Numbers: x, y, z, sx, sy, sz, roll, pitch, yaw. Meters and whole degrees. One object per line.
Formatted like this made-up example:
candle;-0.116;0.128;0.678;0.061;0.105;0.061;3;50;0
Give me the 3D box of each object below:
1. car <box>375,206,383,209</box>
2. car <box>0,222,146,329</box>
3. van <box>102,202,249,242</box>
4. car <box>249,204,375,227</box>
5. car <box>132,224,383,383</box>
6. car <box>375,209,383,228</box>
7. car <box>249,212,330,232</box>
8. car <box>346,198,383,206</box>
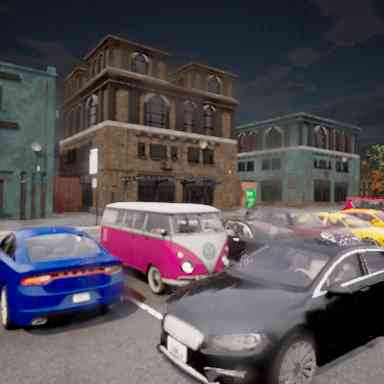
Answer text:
car;8.158;1.566;15.290;2.097;1.535;5.008;0;0;-36
car;-3.157;1.489;7.188;2.097;1.535;5.008;0;0;-36
van;-0.827;1.279;8.717;1.878;1.987;4.442;0;0;-36
car;3.717;1.411;12.147;2.185;1.767;4.553;0;0;-36
car;1.822;1.517;5.175;4.902;1.511;2.128;0;0;-36
car;6.005;1.548;13.516;1.946;1.575;5.366;0;0;-36
car;1.372;1.522;10.425;2.231;1.521;4.892;0;0;-36
car;10.443;1.330;16.881;2.435;2.045;5.566;0;0;-36
